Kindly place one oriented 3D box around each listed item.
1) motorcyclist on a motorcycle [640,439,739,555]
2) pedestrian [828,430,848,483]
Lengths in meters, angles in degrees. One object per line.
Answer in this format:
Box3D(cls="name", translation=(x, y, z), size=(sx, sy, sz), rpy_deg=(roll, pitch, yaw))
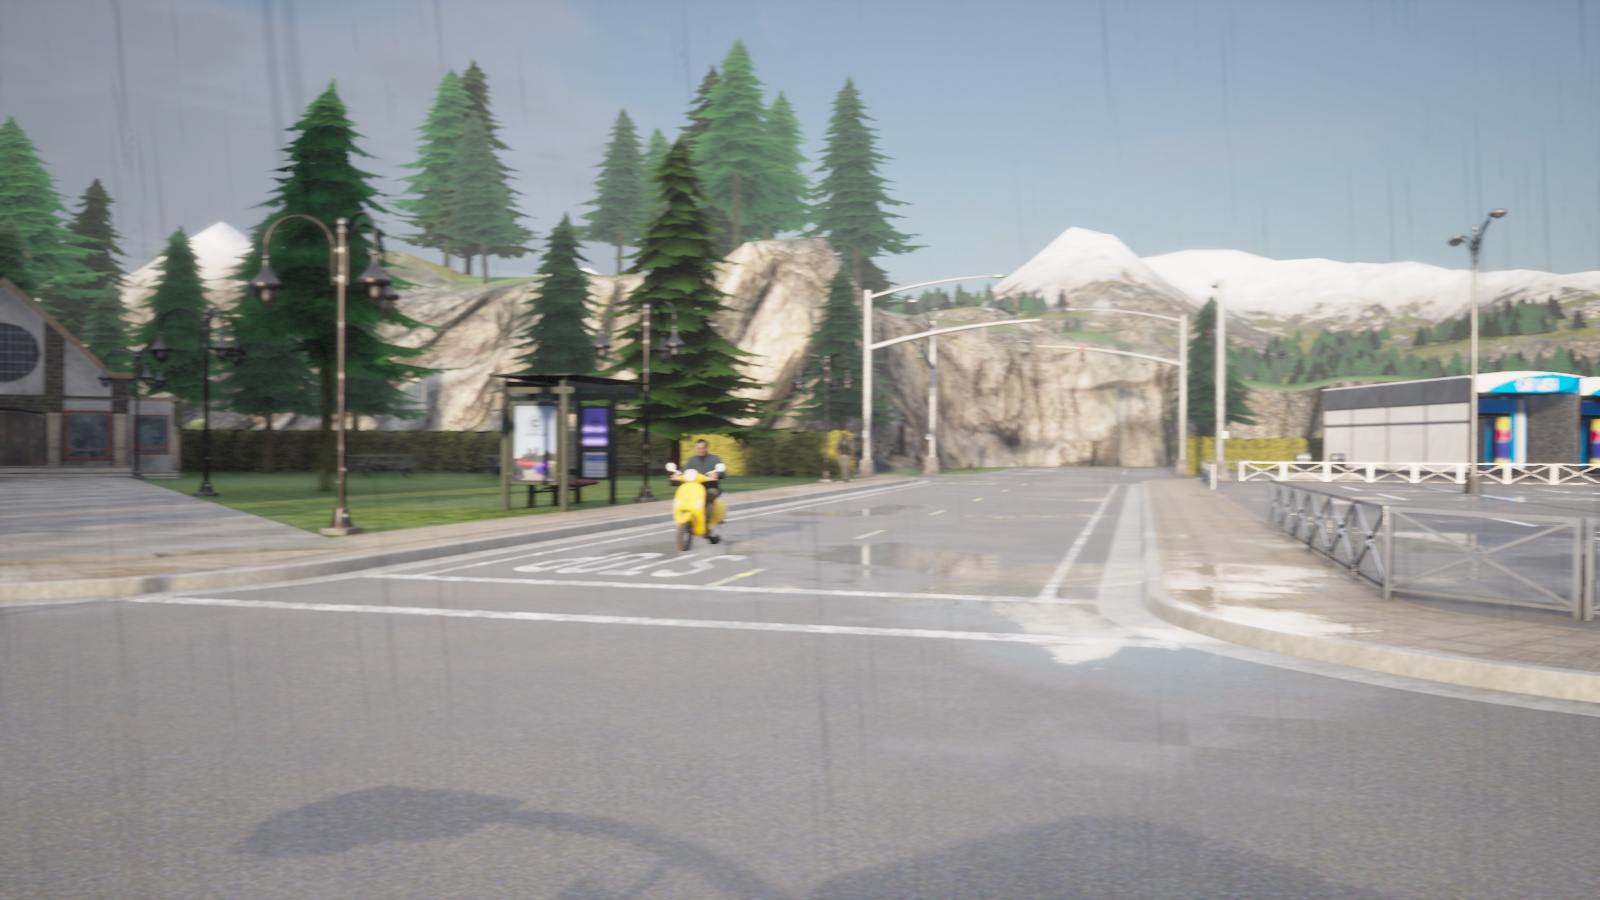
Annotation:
Box3D(cls="motorcyclist on a motorcycle", translation=(-1.571, 0.637, 18.179), size=(0.866, 1.590, 1.817), rpy_deg=(0, 0, 15))
Box3D(cls="pedestrian", translation=(1.358, 0.239, 44.826), size=(0.563, 1.883, 0.849), rpy_deg=(0, 0, 13))
